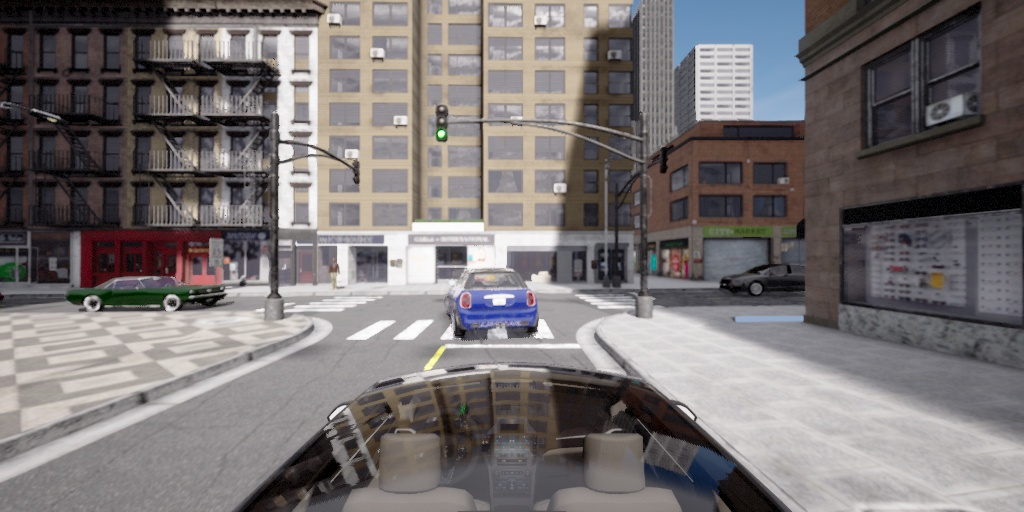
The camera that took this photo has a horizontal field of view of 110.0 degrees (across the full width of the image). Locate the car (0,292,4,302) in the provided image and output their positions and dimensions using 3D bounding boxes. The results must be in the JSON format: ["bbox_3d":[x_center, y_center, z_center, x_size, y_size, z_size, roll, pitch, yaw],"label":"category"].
[{"bbox_3d":[-23.261,1.444,14.094,4.674,1.442,1.812,0,0,-1],"label":"car"}]

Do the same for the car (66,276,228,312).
[{"bbox_3d":[-14.191,1.453,14.185,4.718,1.301,1.895,0,0,-1],"label":"car"}]

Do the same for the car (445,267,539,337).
[{"bbox_3d":[-0.774,1.100,10.557,2.097,1.767,4.553,0,0,-13],"label":"car"}]

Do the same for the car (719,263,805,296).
[{"bbox_3d":[12.896,1.130,17.715,4.892,1.490,1.837,-1,0,-1],"label":"car"}]

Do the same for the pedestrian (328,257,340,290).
[{"bbox_3d":[-10.147,0.982,20.471,0.375,1.860,0.375,0,0,-1],"label":"pedestrian"}]
